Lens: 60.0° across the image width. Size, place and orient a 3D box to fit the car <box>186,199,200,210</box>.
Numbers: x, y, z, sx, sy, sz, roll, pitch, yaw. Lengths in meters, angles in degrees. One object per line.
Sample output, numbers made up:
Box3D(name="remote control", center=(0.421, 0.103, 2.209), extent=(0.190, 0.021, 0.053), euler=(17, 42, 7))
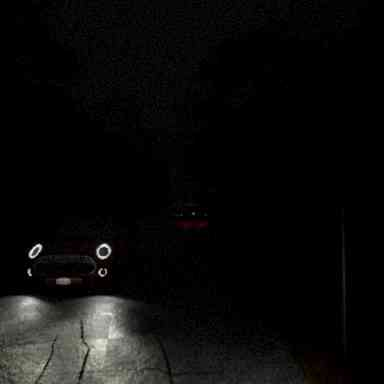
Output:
Box3D(name="car", center=(0.116, 1.630, 45.290), extent=(1.895, 1.301, 4.718), euler=(0, 0, 0))

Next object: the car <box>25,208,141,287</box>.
Box3D(name="car", center=(-2.796, 1.357, 9.511), extent=(2.097, 1.767, 4.553), euler=(0, 0, 0))

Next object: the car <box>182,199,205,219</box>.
Box3D(name="car", center=(0.113, 1.544, 29.079), extent=(1.812, 1.442, 4.674), euler=(0, 0, 0))
